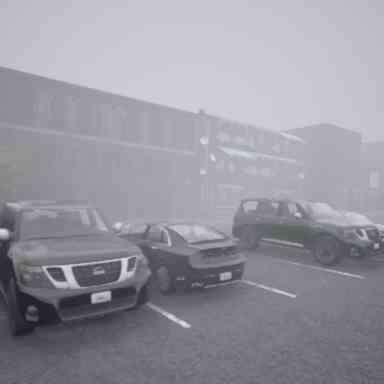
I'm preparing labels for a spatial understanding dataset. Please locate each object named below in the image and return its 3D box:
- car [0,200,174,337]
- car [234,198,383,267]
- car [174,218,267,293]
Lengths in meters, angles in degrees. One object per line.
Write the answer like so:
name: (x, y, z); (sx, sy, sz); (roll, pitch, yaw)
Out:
car: (-2.963, 1.229, 7.242); (2.435, 2.045, 5.566); (0, 0, -36)
car: (3.885, 1.249, 12.124); (2.435, 2.045, 5.566); (0, 0, -35)
car: (-0.693, 1.484, 8.889); (2.231, 1.521, 4.892); (0, 0, -36)
